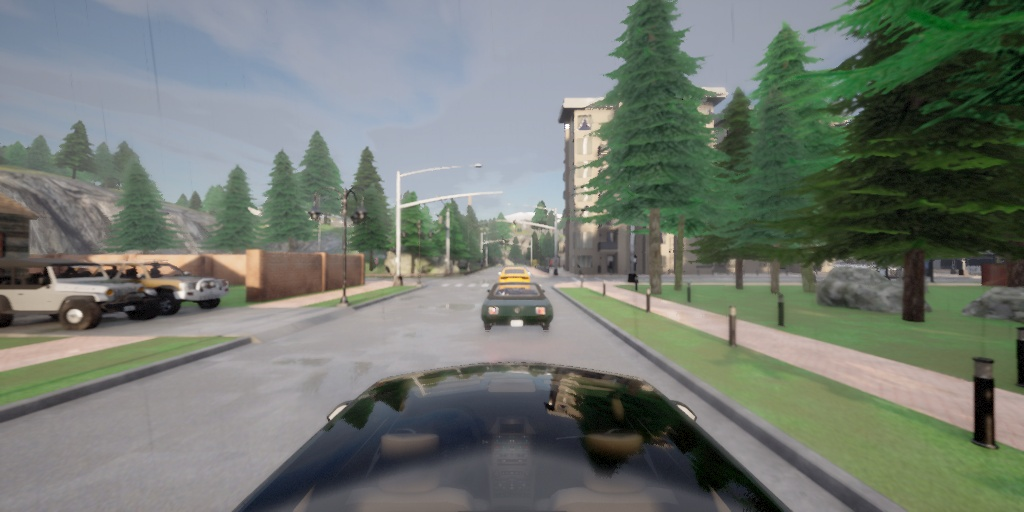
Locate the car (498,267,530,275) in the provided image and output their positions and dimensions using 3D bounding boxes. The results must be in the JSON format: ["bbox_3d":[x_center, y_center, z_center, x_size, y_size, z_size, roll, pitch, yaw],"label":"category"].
[{"bbox_3d":[0.152,1.462,22.771,1.882,1.535,5.008,0,-1,0],"label":"car"}]

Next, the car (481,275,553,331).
[{"bbox_3d":[0.135,1.458,11.373,1.895,1.301,4.718,0,-1,0],"label":"car"}]
